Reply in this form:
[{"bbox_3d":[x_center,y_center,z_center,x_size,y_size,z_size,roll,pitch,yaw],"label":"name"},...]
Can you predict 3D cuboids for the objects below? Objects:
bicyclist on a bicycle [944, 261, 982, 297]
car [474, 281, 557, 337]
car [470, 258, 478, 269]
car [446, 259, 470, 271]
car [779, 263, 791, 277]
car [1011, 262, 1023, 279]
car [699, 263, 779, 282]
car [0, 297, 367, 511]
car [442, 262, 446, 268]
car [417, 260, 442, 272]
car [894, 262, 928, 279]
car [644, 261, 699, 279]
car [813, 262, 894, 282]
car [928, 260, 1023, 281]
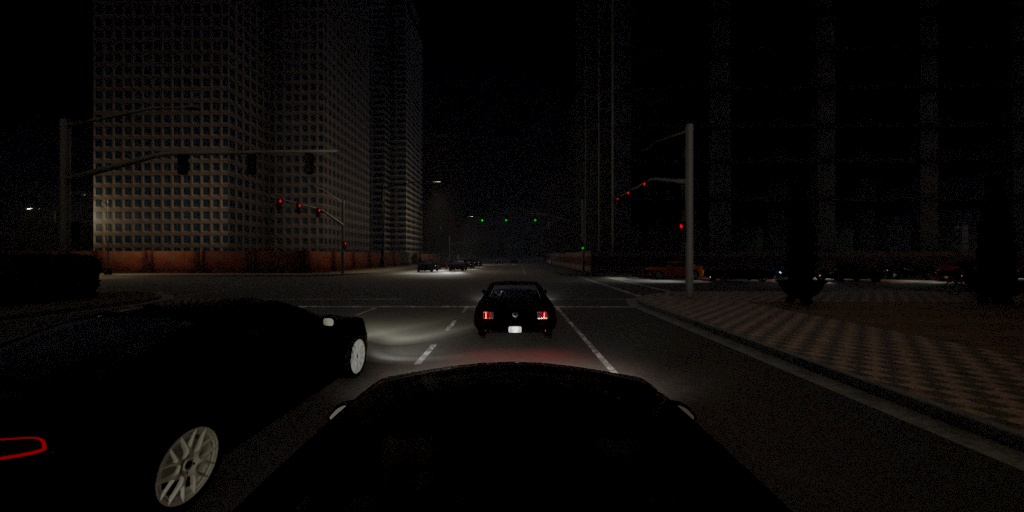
[{"bbox_3d":[20.758,1.049,16.403,0.582,1.620,1.656,0,0,0],"label":"bicyclist on a bicycle"},{"bbox_3d":[0.074,1.350,10.215,1.895,1.301,4.718,0,0,0],"label":"car"},{"bbox_3d":[-7.076,1.250,57.655,1.837,1.490,4.892,0,0,1],"label":"car"},{"bbox_3d":[-7.224,1.347,48.439,1.895,1.301,4.718,0,0,1],"label":"car"},{"bbox_3d":[24.149,1.295,31.865,5.357,1.411,2.033,0,0,0],"label":"car"},{"bbox_3d":[48.114,1.295,31.627,5.357,1.411,2.033,0,0,1],"label":"car"},{"bbox_3d":[17.909,1.348,28.405,4.718,1.301,1.895,0,0,0],"label":"car"},{"bbox_3d":[-3.452,1.227,4.259,1.882,1.535,5.008,0,0,1],"label":"car"},{"bbox_3d":[-10.619,1.346,55.431,1.895,1.301,4.718,0,0,1],"label":"car"},{"bbox_3d":[-10.755,1.224,46.089,1.882,1.535,5.008,0,0,1],"label":"car"},{"bbox_3d":[34.573,1.239,31.788,4.902,1.511,2.128,0,0,0],"label":"car"},{"bbox_3d":[14.338,1.225,31.929,5.008,1.535,1.882,0,0,0],"label":"car"},{"bbox_3d":[26.691,1.273,28.339,4.674,1.442,1.812,0,0,0],"label":"car"},{"bbox_3d":[36.506,1.100,28.272,4.553,1.767,2.097,0,0,1],"label":"car"}]
